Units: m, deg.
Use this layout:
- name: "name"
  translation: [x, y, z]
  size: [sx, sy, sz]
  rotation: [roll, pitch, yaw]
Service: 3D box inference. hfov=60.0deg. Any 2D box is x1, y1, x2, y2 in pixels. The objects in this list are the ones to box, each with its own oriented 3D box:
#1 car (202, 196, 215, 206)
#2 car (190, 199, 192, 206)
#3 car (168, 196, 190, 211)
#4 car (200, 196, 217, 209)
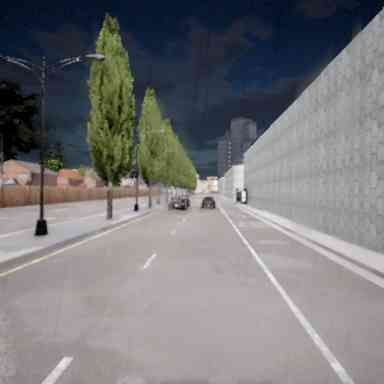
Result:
- name: "car"
  translation: [2.650, 1.423, 53.403]
  size: [2.033, 1.411, 5.357]
  rotation: [1, 0, 3]
- name: "car"
  translation: [-1.192, 1.347, 48.519]
  size: [1.837, 1.490, 4.892]
  rotation: [1, 1, 3]
- name: "car"
  translation: [-1.633, 1.429, 38.510]
  size: [1.994, 1.385, 4.181]
  rotation: [1, 0, 3]
- name: "car"
  translation: [2.172, 1.403, 43.686]
  size: [1.837, 1.490, 4.892]
  rotation: [1, 0, 3]
